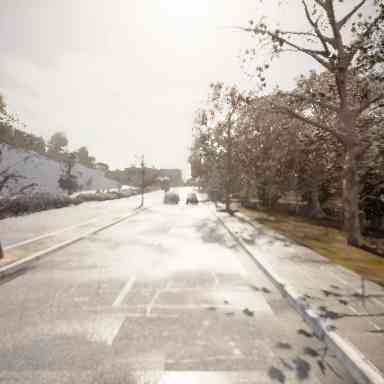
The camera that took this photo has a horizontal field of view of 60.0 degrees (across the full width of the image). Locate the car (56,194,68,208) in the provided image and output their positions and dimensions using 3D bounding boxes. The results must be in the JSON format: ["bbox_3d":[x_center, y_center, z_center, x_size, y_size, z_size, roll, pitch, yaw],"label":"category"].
[{"bbox_3d":[-16.835,0.993,37.776,4.553,1.767,2.185,-1,1,-20],"label":"car"}]

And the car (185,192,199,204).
[{"bbox_3d":[-0.011,1.027,48.587,2.033,1.411,5.357,0,1,0],"label":"car"}]

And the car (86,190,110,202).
[{"bbox_3d":[-16.830,0.901,55.773,4.792,1.488,2.163,-1,1,-20],"label":"car"}]

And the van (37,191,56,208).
[{"bbox_3d":[-16.975,0.936,34.740,4.442,1.987,1.878,-1,1,-20],"label":"van"}]

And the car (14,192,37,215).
[{"bbox_3d":[-16.844,0.990,28.832,5.566,2.045,2.435,-1,1,-20],"label":"car"}]

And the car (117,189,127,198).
[{"bbox_3d":[-16.829,0.439,67.784,5.566,2.045,2.435,-1,1,-20],"label":"car"}]

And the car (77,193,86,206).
[{"bbox_3d":[-16.835,1.066,43.769,4.792,1.488,2.163,-1,1,-20],"label":"car"}]

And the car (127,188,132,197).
[{"bbox_3d":[-16.677,0.565,73.841,5.366,1.575,1.946,-1,1,-20],"label":"car"}]

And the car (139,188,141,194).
[{"bbox_3d":[-16.846,0.236,88.789,4.674,1.452,2.002,-1,1,-20],"label":"car"}]

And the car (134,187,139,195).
[{"bbox_3d":[-16.876,0.154,85.775,4.553,1.767,2.185,-1,1,-20],"label":"car"}]

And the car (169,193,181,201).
[{"bbox_3d":[-3.014,0.864,59.006,1.812,1.442,4.674,0,1,0],"label":"car"}]

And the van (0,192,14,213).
[{"bbox_3d":[-16.762,1.055,25.880,4.442,1.987,1.878,-1,1,-20],"label":"van"}]

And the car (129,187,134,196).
[{"bbox_3d":[-16.876,0.256,76.762,5.566,2.045,2.435,-1,2,-20],"label":"car"}]

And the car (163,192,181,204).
[{"bbox_3d":[-3.011,0.826,48.970,2.097,1.767,4.553,0,1,0],"label":"car"}]

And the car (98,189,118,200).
[{"bbox_3d":[-17.025,0.786,61.696,5.366,1.575,1.946,-1,1,-20],"label":"car"}]

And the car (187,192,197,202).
[{"bbox_3d":[-0.014,0.846,59.007,1.837,1.490,4.892,0,1,0],"label":"car"}]

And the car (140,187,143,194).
[{"bbox_3d":[-16.835,0.108,91.787,5.008,1.535,2.097,-1,2,-20],"label":"car"}]

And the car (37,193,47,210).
[{"bbox_3d":[-16.859,1.202,31.804,4.892,1.521,2.231,-1,1,-20],"label":"car"}]

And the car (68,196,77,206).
[{"bbox_3d":[-16.857,1.118,40.750,4.674,1.452,2.002,-1,1,-20],"label":"car"}]

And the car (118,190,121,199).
[{"bbox_3d":[-16.857,0.779,64.769,4.674,1.452,2.002,-1,1,-20],"label":"car"}]
